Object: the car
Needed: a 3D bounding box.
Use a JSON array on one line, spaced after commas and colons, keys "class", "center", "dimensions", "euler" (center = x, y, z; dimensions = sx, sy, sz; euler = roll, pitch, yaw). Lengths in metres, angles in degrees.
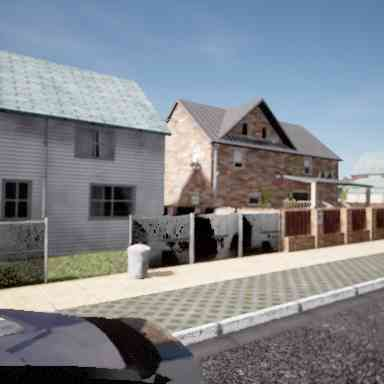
[{"class": "car", "center": [-2.135, 1.495, 1.401], "dimensions": [4.902, 1.511, 2.128], "euler": [1, -1, -34]}]
